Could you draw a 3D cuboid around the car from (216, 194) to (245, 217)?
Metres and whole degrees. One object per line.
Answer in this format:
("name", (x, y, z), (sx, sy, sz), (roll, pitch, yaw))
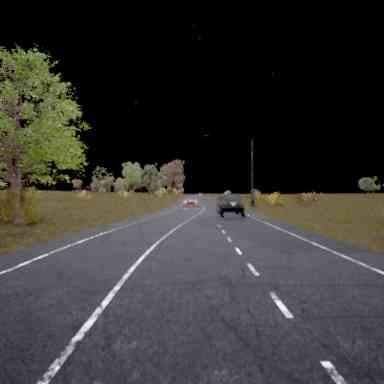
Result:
("car", (3.504, 1.166, 30.802), (2.150, 2.045, 5.566), (0, 0, 0))

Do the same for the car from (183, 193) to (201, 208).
("car", (-0.113, 1.266, 46.536), (2.097, 1.767, 4.553), (0, 0, 2))

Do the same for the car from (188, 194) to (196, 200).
("car", (0.014, 1.215, 85.169), (1.994, 1.385, 4.181), (0, 0, 0))
